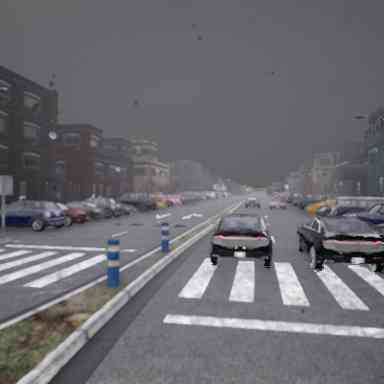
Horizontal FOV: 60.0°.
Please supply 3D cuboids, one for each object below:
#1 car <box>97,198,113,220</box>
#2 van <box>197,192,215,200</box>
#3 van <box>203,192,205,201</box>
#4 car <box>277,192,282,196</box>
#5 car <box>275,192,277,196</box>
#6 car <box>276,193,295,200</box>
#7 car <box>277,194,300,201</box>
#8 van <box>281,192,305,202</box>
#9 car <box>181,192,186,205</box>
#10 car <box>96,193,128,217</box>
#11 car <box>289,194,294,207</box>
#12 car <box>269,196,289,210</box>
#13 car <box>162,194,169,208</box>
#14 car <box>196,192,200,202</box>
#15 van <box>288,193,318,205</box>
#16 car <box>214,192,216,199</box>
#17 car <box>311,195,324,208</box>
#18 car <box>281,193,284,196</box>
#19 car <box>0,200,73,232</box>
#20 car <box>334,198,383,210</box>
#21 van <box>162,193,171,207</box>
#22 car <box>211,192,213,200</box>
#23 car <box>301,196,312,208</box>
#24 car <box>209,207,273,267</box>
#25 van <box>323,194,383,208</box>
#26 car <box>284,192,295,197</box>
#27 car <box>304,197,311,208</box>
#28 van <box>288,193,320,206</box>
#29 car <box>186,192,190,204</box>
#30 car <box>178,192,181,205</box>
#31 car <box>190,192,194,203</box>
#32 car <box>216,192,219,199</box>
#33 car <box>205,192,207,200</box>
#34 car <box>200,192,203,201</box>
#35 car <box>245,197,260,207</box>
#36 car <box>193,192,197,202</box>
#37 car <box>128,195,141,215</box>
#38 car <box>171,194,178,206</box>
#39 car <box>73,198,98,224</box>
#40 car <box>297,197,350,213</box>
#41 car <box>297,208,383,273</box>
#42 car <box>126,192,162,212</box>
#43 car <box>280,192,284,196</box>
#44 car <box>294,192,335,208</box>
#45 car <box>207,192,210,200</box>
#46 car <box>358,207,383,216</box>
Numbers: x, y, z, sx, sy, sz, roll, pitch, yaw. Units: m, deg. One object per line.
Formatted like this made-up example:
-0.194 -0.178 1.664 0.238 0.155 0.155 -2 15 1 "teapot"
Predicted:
-8.616 1.402 24.567 4.674 1.452 2.002 0 0 11 "car"
3.722 0.940 86.775 4.442 1.987 1.878 0 0 11 "van"
-0.355 0.956 65.222 4.442 1.987 1.878 0 0 11 "van"
20.056 1.061 65.053 5.566 2.045 2.435 0 0 11 "car"
21.699 1.048 73.225 5.566 2.045 2.435 0 0 11 "car"
24.435 1.175 86.850 4.553 1.767 2.185 0 0 11 "car"
22.815 1.298 78.670 4.892 1.521 2.231 0 0 11 "car"
20.517 1.081 67.794 4.442 1.987 1.878 0 0 11 "van"
-3.774 1.111 48.909 4.553 1.767 2.185 0 0 11 "car"
-8.045 1.228 27.265 4.553 1.767 2.185 0 0 11 "car"
16.244 1.422 45.977 4.674 1.452 2.002 0 0 11 "car"
10.722 1.495 41.899 1.895 1.301 4.718 0 0 11 "car"
-5.729 1.293 38.054 5.366 1.575 1.946 0 0 11 "car"
-1.573 1.196 59.717 4.892 1.521 2.231 0 0 11 "car"
18.007 1.121 54.125 4.442 1.987 1.878 0 0 11 "van"
2.747 1.163 81.347 5.008 1.535 2.097 0 0 11 "car"
12.443 1.373 26.897 4.553 1.767 2.185 0 0 11 "car"
18.957 1.356 59.605 4.792 1.488 2.163 0 0 11 "car"
-9.670 1.250 19.150 4.553 1.767 2.185 0 0 11 "car"
10.799 1.408 18.717 4.553 1.767 2.185 0 0 11 "car"
-5.253 1.054 40.769 4.442 1.987 1.878 0 0 11 "van"
1.640 1.194 75.945 4.792 1.488 2.163 0 0 11 "car"
13.514 1.465 32.352 4.892 1.521 2.231 0 0 11 "car"
1.715 1.492 11.523 2.128 1.511 4.902 0 0 9 "car"
11.227 1.300 21.597 4.442 1.987 1.878 0 0 11 "van"
16.824 1.118 48.693 5.566 2.045 2.435 0 0 11 "car"
12.979 1.480 29.752 5.008 1.535 2.097 0 0 11 "car"
17.230 1.129 51.448 4.442 1.987 1.878 0 0 11 "van"
-3.171 1.099 51.601 4.553 1.767 2.185 0 0 11 "car"
-4.316 1.124 46.206 4.553 1.767 2.185 0 0 11 "car"
-2.656 1.215 54.310 4.892 1.521 2.231 0 0 11 "car"
3.267 0.913 84.053 5.566 2.045 2.435 0 0 11 "car"
0.047 1.215 67.827 4.674 1.452 2.002 0 0 11 "car"
-1.032 1.188 62.419 4.892 1.521 2.231 0 0 11 "car"
8.086 1.387 44.181 1.812 1.442 4.674 0 0 12 "car"
-2.114 1.205 57.014 4.892 1.521 2.231 0 0 11 "car"
-7.541 1.343 29.981 4.892 1.521 2.231 0 0 11 "car"
-4.833 1.264 43.499 5.008 1.535 2.097 0 0 11 "car"
-9.165 1.371 21.866 5.008 1.535 2.097 0 0 11 "car"
14.785 1.427 37.766 5.366 1.575 1.946 0 0 11 "car"
4.635 1.516 10.864 2.128 1.511 4.902 0 0 9 "car"
-6.478 1.059 35.390 5.566 2.045 2.435 0 0 11 "car"
19.528 1.320 62.324 4.892 1.521 2.231 0 0 11 "car"
14.086 1.195 35.069 5.566 2.045 2.435 0 0 11 "car"
0.405 1.166 70.568 5.366 1.575 1.946 0 0 11 "car"
9.667 1.566 13.401 4.792 1.488 2.163 0 0 11 "car"
